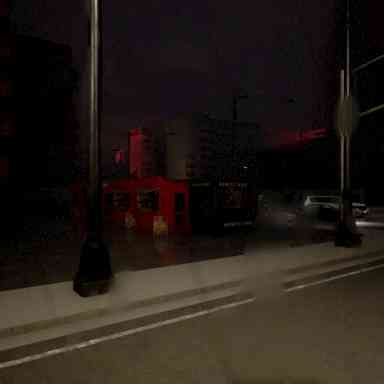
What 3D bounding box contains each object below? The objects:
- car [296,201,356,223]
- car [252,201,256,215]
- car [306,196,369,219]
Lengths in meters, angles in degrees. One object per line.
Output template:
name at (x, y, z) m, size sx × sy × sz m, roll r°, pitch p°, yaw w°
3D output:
car at (10.565, 1.667, 27.023) m, size 1.994 × 1.385 × 4.181 m, roll 0°, pitch -1°, yaw -36°
car at (5.385, 1.685, 34.184) m, size 1.882 × 1.535 × 5.008 m, roll 0°, pitch -1°, yaw -36°
car at (12.785, 1.339, 29.932) m, size 2.150 × 2.045 × 5.566 m, roll 0°, pitch -1°, yaw -36°
